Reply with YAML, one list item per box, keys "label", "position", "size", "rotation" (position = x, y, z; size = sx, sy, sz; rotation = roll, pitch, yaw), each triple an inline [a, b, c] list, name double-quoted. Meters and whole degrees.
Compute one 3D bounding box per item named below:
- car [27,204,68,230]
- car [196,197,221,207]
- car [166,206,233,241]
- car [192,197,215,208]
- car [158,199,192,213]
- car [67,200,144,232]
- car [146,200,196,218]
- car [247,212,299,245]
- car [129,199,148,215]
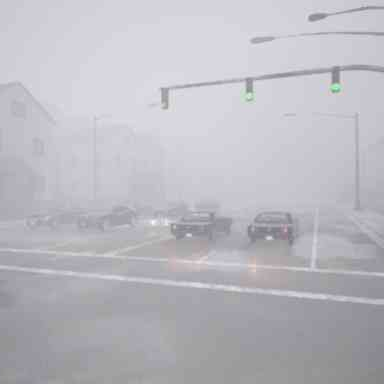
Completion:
- label: "car"
  position: [-8.671, 1.601, 22.241]
  size: [2.128, 1.511, 4.902]
  rotation: [-1, 0, 21]
- label: "car"
  position: [1.908, 1.627, 40.074]
  size: [1.895, 1.301, 4.718]
  rotation: [-1, 0, 21]
- label: "car"
  position: [0.671, 1.613, 16.837]
  size: [1.895, 1.301, 4.718]
  rotation: [-1, 0, 21]
- label: "car"
  position: [1.793, 1.516, 49.545]
  size: [1.882, 1.535, 5.008]
  rotation: [-1, 0, 21]
- label: "car"
  position: [-1.954, 1.611, 39.787]
  size: [2.033, 1.411, 5.357]
  rotation: [-1, 0, 22]
- label: "car"
  position: [-5.297, 1.553, 21.271]
  size: [1.882, 1.535, 5.008]
  rotation: [-1, 0, 21]
- label: "car"
  position: [-1.802, 1.599, 30.456]
  size: [2.033, 1.411, 5.357]
  rotation: [-1, 0, 21]
- label: "car"
  position: [3.960, 1.580, 15.650]
  size: [1.895, 1.301, 4.718]
  rotation: [-1, 0, 21]
- label: "car"
  position: [-5.402, 1.439, 30.844]
  size: [2.097, 1.767, 4.553]
  rotation: [-1, 0, 21]
